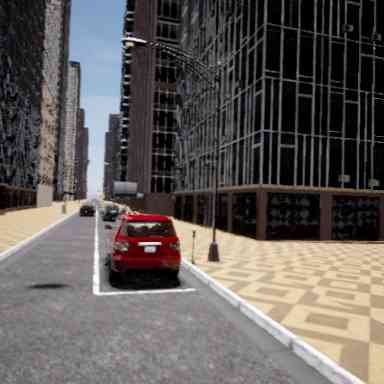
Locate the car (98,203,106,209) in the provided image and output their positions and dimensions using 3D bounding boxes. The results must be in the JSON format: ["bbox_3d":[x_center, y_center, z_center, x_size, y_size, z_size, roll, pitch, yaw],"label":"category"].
[{"bbox_3d":[-23.233,3.469,85.538,1.752,1.417,4.829,2,-2,-16],"label":"car"}]

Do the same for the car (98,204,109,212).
[{"bbox_3d":[-17.082,3.020,64.029,1.887,1.381,4.507,2,-2,-16],"label":"car"}]

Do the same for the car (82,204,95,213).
[{"bbox_3d":[-17.156,2.762,55.250,1.994,1.385,4.181,2,-2,-16],"label":"car"}]

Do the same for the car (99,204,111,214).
[{"bbox_3d":[-14.075,2.771,53.521,1.752,1.417,4.829,2,-2,-16],"label":"car"}]

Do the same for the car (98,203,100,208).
[{"bbox_3d":[-10.743,2.392,43.437,2.097,1.767,4.553,2,-2,-16],"label":"car"}]

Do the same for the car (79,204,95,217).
[{"bbox_3d":[-14.143,2.446,44.770,1.882,1.535,5.008,2,-2,-16],"label":"car"}]

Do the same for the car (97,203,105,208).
[{"bbox_3d":[-24.713,3.607,90.710,2.008,1.369,4.403,2,-2,-16],"label":"car"}]

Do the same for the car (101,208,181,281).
[{"bbox_3d":[-1.751,1.626,10.936,2.192,1.841,5.009,2,-2,-16],"label":"car"}]

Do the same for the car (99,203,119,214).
[{"bbox_3d":[-8.818,2.243,36.708,2.097,1.767,4.553,2,-2,-16],"label":"car"}]
